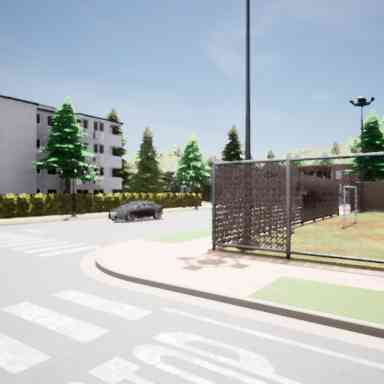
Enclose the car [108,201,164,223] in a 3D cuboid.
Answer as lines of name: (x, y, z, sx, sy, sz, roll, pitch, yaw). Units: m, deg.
car: (-4.239, 1.464, 25.627, 2.128, 1.511, 4.902, 0, 0, 35)
